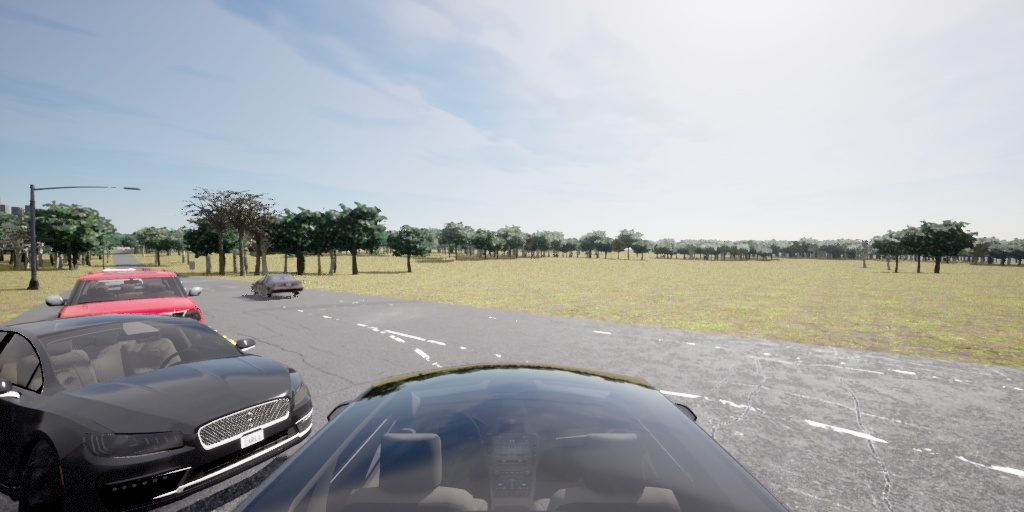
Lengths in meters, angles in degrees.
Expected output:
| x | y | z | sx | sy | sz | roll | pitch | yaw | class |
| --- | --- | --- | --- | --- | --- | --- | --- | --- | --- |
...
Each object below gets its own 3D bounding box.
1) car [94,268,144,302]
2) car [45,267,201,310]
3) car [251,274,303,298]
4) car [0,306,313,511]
| x | y | z | sx | sy | sz | roll | pitch | yaw | class |
| --- | --- | --- | --- | --- | --- | --- | --- | --- | --- |
| -27.585 | 1.891 | 25.203 | 5.566 | 2.045 | 2.150 | -2 | 0 | 42 | car |
| -9.310 | 1.386 | 8.766 | 5.566 | 2.045 | 2.150 | -2 | 0 | 42 | car |
| -15.763 | 1.918 | 23.981 | 5.357 | 1.411 | 2.033 | -2 | 0 | 42 | car |
| -4.488 | 1.445 | 4.028 | 4.892 | 1.490 | 1.837 | -3 | -3 | 22 | car |
